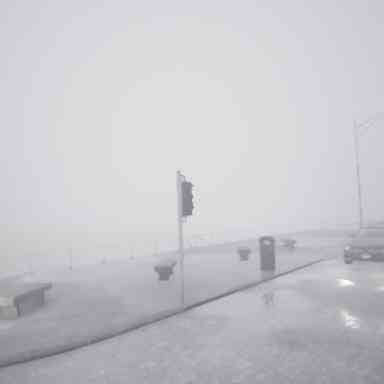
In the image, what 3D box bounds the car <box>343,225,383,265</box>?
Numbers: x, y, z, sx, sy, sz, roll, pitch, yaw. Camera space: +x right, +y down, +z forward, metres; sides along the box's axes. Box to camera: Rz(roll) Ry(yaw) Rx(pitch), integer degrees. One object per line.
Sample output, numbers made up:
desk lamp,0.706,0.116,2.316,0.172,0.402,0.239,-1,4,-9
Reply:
car,7.785,2.122,13.803,1.812,1.442,4.674,-5,-5,41
